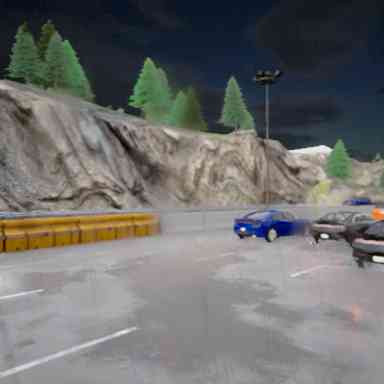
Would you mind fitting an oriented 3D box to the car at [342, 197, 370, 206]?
[{"bbox_3d":[28.722,1.813,57.816,5.566,2.045,2.150,0,-1,-24],"label":"car"}]

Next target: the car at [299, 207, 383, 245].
[{"bbox_3d":[7.458,1.655,15.568,4.902,1.511,2.128,0,-1,-40],"label":"car"}]

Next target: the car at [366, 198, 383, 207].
[{"bbox_3d":[16.407,1.618,26.707,4.553,1.767,2.097,0,-1,-34],"label":"car"}]

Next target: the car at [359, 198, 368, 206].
[{"bbox_3d":[30.674,2.100,54.847,5.357,1.411,2.033,0,-1,-24],"label":"car"}]

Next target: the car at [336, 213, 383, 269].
[{"bbox_3d":[6.838,1.598,10.497,4.902,1.511,2.128,0,-1,-41],"label":"car"}]

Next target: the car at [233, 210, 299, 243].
[{"bbox_3d":[4.353,1.672,17.547,5.008,1.535,1.882,1,-1,-40],"label":"car"}]
